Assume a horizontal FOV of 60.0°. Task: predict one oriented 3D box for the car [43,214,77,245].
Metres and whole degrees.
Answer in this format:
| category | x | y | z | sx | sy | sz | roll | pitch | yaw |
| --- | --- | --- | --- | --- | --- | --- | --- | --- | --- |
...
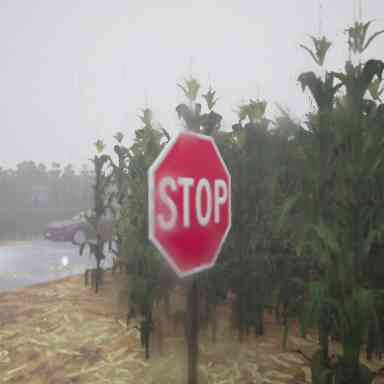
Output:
| category | x | y | z | sx | sy | sz | roll | pitch | yaw |
| --- | --- | --- | --- | --- | --- | --- | --- | --- | --- |
| car | -4.591 | 1.518 | 15.997 | 1.882 | 1.535 | 5.008 | 0 | 0 | 36 |
